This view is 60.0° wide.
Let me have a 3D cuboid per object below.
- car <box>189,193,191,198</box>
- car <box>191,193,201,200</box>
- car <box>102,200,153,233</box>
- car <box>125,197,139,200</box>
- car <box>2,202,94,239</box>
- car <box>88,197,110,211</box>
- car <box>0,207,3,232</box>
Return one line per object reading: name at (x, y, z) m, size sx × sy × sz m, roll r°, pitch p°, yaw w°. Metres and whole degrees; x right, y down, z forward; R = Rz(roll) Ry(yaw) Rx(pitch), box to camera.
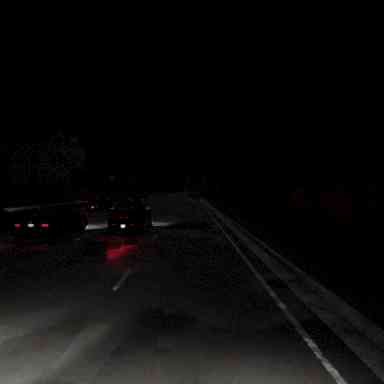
car at (-0.033, 0.942, 92.670) m, size 2.128 × 1.511 × 4.902 m, roll 0°, pitch 0°, yaw 0°
car at (1.197, 1.110, 75.935) m, size 1.801 × 1.575 × 5.366 m, roll 0°, pitch 0°, yaw 0°
car at (-3.408, 1.419, 18.833) m, size 1.837 × 1.490 × 4.892 m, roll 0°, pitch 0°, yaw 0°
car at (-6.928, 1.351, 38.341) m, size 1.812 × 1.442 × 4.674 m, roll 0°, pitch 0°, yaw 0°
car at (-6.907, 1.471, 16.769) m, size 2.033 × 1.411 × 5.357 m, roll 0°, pitch 0°, yaw 0°
car at (-10.415, 1.335, 37.305) m, size 1.837 × 1.490 × 4.892 m, roll 0°, pitch 0°, yaw 0°
car at (-10.406, 1.401, 16.751) m, size 1.882 × 1.535 × 5.008 m, roll 0°, pitch 0°, yaw 0°
